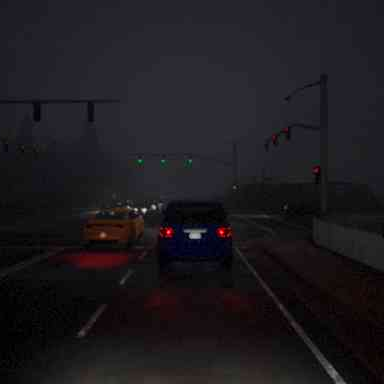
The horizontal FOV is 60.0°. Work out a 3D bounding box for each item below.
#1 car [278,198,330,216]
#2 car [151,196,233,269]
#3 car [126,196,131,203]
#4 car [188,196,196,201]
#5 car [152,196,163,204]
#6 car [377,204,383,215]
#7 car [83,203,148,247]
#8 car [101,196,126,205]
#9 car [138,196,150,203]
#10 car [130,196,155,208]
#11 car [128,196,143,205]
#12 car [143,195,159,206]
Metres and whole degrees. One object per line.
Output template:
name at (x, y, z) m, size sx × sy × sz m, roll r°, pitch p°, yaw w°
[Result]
car at (10.654, 1.388, 31.795) m, size 4.553 × 1.767 × 2.097 m, roll 0°, pitch 0°, yaw -1°
car at (0.092, 1.234, 11.322) m, size 2.150 × 2.045 × 5.566 m, roll 0°, pitch 0°, yaw 0°
car at (-10.566, 1.412, 53.117) m, size 2.097 × 1.767 × 4.553 m, roll 0°, pitch 0°, yaw 0°
car at (0.020, 1.636, 84.707) m, size 2.033 × 1.411 × 5.357 m, roll 0°, pitch 0°, yaw 0°
car at (-6.984, 1.602, 67.390) m, size 1.812 × 1.442 × 4.674 m, roll 0°, pitch 0°, yaw 0°
car at (20.435, 1.388, 32.035) m, size 4.553 × 1.767 × 2.097 m, roll 0°, pitch 0°, yaw -1°
car at (-3.401, 1.495, 15.203) m, size 1.882 × 1.535 × 5.008 m, roll 0°, pitch 0°, yaw 0°
car at (-10.586, 1.541, 43.905) m, size 2.128 × 1.511 × 4.902 m, roll 0°, pitch 0°, yaw 0°
car at (-10.483, 1.606, 72.640) m, size 1.812 × 1.442 × 4.674 m, roll 0°, pitch 0°, yaw 0°
car at (-7.084, 1.602, 47.911) m, size 2.033 × 1.411 × 5.357 m, roll 0°, pitch 0°, yaw 0°
car at (-10.504, 1.548, 62.386) m, size 1.882 × 1.535 × 5.008 m, roll 0°, pitch 0°, yaw 1°
car at (-7.050, 1.417, 57.392) m, size 2.097 × 1.767 × 4.553 m, roll 0°, pitch 0°, yaw 0°
